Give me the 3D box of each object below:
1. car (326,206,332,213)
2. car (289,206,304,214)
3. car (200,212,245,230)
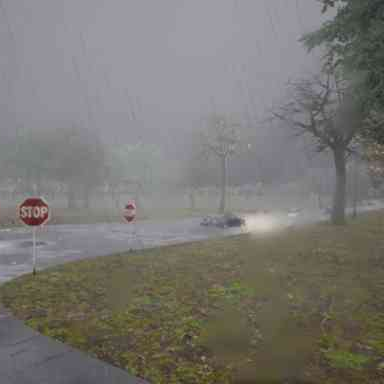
[{"bbox_3d":[31.120,3.892,73.916,1.882,1.535,5.008,1,-1,31],"label":"car"},{"bbox_3d":[21.046,3.574,67.082,2.128,1.511,4.902,1,-1,36],"label":"car"},{"bbox_3d":[2.835,2.545,29.828,2.033,1.411,5.357,1,-1,36],"label":"car"}]
